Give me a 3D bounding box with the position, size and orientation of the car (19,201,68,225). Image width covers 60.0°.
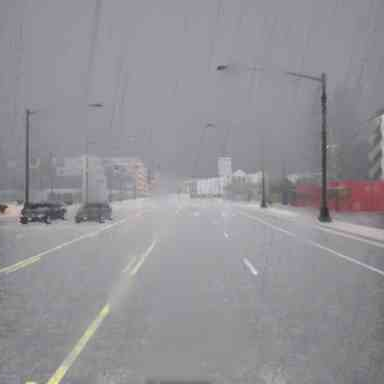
[{"bbox_3d":[-10.601,1.484,24.106,1.837,1.490,4.892,0,1,0],"label":"car"}]

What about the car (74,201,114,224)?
[{"bbox_3d":[-7.101,1.484,24.491,1.837,1.490,4.892,0,1,0],"label":"car"}]
